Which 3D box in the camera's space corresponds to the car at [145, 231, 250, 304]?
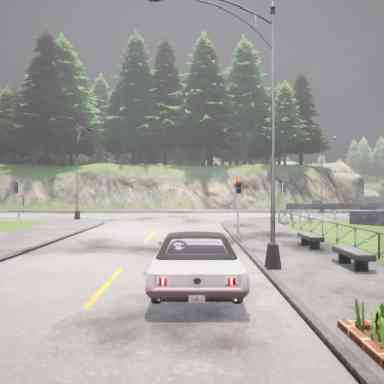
[{"bbox_3d":[0.095,1.601,8.098,1.895,1.301,4.718,0,0,0],"label":"car"}]
